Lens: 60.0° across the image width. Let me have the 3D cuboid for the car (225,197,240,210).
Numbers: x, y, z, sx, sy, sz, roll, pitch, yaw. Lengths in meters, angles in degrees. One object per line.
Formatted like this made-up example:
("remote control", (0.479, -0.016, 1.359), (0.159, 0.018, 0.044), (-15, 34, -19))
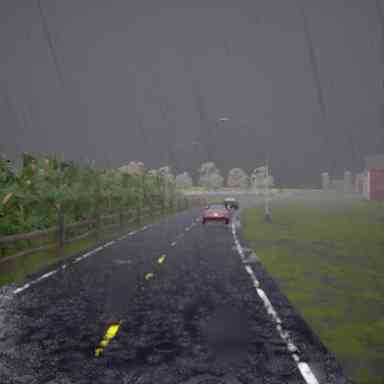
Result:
("car", (5.050, 1.438, 42.859), (1.882, 1.535, 5.008), (0, 0, 12))

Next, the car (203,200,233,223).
("car", (1.922, 1.556, 25.280), (1.994, 1.385, 4.181), (0, 0, 7))
